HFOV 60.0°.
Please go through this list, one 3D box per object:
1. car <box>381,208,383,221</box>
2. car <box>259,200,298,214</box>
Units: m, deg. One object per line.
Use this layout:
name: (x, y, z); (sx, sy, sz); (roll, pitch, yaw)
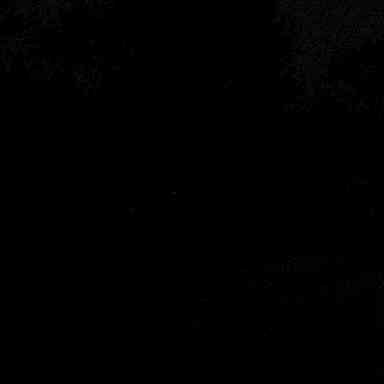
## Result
car: (13.174, 1.395, 19.232); (1.882, 1.535, 5.008); (1, 0, -4)
car: (8.202, 1.468, 33.953); (4.718, 1.301, 1.895); (0, 0, 34)
